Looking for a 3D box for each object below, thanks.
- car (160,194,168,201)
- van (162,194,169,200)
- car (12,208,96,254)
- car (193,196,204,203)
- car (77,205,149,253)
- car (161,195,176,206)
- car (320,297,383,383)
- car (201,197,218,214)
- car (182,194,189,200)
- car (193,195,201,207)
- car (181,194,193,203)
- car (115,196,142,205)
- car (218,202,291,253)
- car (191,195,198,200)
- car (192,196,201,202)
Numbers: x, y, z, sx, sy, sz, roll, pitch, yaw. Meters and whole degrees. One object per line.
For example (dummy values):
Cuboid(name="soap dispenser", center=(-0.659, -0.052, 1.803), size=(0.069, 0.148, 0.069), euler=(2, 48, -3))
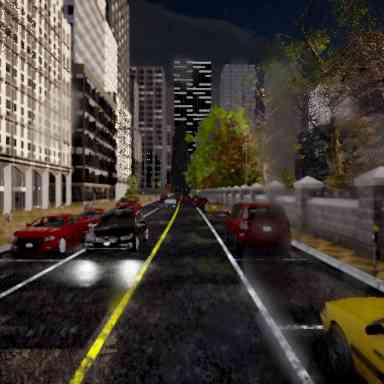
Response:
Cuboid(name="car", center=(-7.170, 1.314, 85.554), size=(2.192, 1.841, 5.009), euler=(0, 0, -2))
Cuboid(name="van", center=(-7.328, 1.337, 91.093), size=(1.690, 1.788, 3.998), euler=(0, 0, -2))
Cuboid(name="car", center=(-5.517, 1.552, 13.485), size=(1.887, 1.381, 4.507), euler=(0, 0, 0))
Cuboid(name="car", center=(1.333, 1.571, 69.042), size=(1.947, 1.339, 4.313), euler=(0, 0, -2))
Cuboid(name="car", center=(-2.916, 1.511, 13.723), size=(1.837, 1.490, 4.892), euler=(0, 0, -1))
Cuboid(name="car", center=(-3.682, 1.610, 56.688), size=(1.895, 1.301, 4.718), euler=(0, 0, -1))
Cuboid(name="car", center=(2.562, 1.527, 2.645), size=(1.752, 1.417, 4.829), euler=(0, 0, 0))
Cuboid(name="car", center=(2.201, 1.536, 35.931), size=(1.752, 1.417, 4.829), euler=(0, 0, -1))
Cuboid(name="car", center=(-1.845, 1.341, 90.501), size=(1.837, 1.490, 4.892), euler=(0, 0, -2))
Cuboid(name="car", center=(1.537, 1.487, 50.310), size=(1.882, 1.535, 5.008), euler=(0, 0, -2))
Cuboid(name="car", center=(-1.197, 1.343, 68.079), size=(2.097, 1.767, 4.553), euler=(0, 0, -2))
Cuboid(name="car", center=(-5.721, 1.326, 30.129), size=(2.192, 1.841, 5.009), euler=(0, 0, -1))
Cuboid(name="car", center=(2.507, 1.321, 13.572), size=(2.192, 1.841, 5.009), euler=(0, 0, 0))
Cuboid(name="car", center=(0.696, 1.577, 91.232), size=(1.802, 1.307, 4.206), euler=(0, 0, -2))
Cuboid(name="car", center=(1.014, 1.567, 80.137), size=(1.947, 1.339, 4.313), euler=(0, 0, -2))
